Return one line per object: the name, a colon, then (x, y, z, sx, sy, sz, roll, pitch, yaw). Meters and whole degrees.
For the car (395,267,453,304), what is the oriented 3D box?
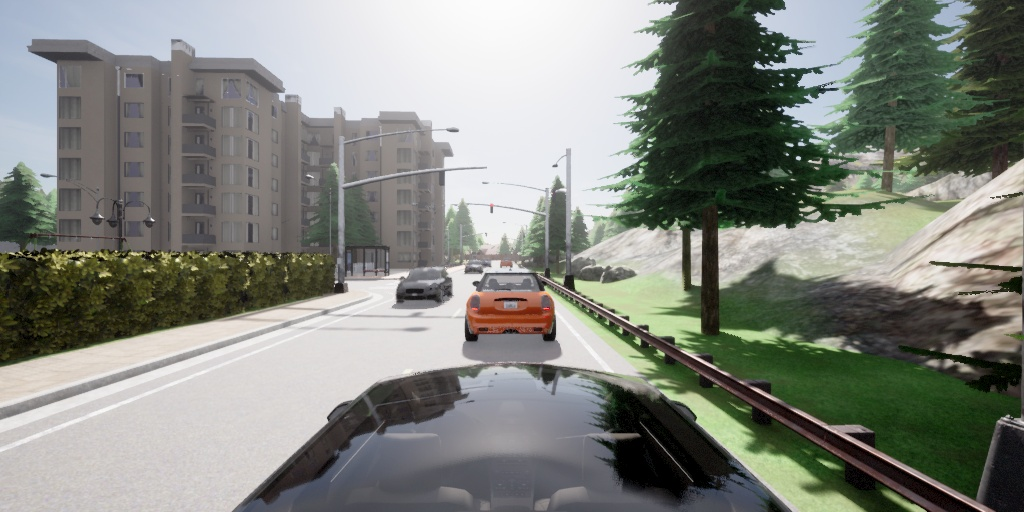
car: (-3.843, 1.255, 16.388, 1.837, 1.490, 4.892, 0, 0, -1)

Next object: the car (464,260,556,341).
car: (-0.057, 1.102, 10.012, 2.097, 1.767, 4.553, 0, 0, -1)

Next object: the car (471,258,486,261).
car: (-4.286, 1.252, 40.790, 1.837, 1.490, 4.892, 0, 1, -1)

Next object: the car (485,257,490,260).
car: (-4.583, 1.101, 60.762, 2.097, 1.767, 4.553, 0, 0, -1)

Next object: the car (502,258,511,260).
car: (-0.959, 1.102, 61.268, 2.097, 1.767, 4.553, 0, 0, -1)
